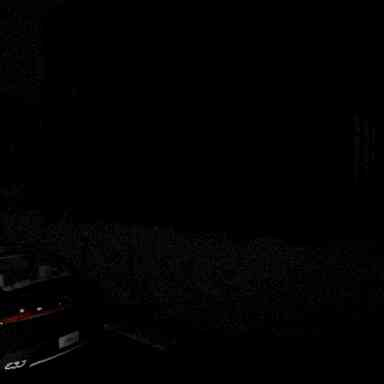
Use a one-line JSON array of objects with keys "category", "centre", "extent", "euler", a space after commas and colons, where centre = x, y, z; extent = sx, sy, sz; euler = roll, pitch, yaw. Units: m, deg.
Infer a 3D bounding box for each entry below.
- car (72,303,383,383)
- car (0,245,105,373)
[{"category": "car", "centre": [1.363, 1.583, 1.983], "extent": [4.206, 1.307, 1.802], "euler": [0, 1, 35]}, {"category": "car", "centre": [-3.253, 1.533, 5.274], "extent": [4.403, 1.369, 2.008], "euler": [0, 1, 35]}]
